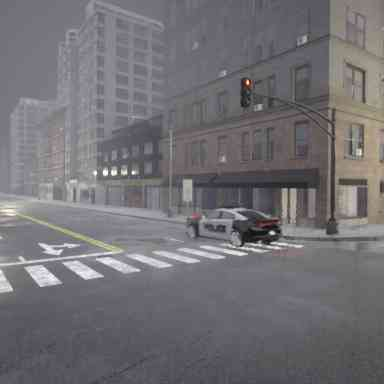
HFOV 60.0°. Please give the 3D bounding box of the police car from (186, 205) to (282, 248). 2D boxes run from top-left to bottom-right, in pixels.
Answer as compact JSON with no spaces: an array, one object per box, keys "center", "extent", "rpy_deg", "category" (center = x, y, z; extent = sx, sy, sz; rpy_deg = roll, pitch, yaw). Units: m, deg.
[{"center":[1.593,1.405,14.900],"extent":[1.930,1.638,5.238],"rpy_deg":[0,-1,-35],"category":"police car"}]
